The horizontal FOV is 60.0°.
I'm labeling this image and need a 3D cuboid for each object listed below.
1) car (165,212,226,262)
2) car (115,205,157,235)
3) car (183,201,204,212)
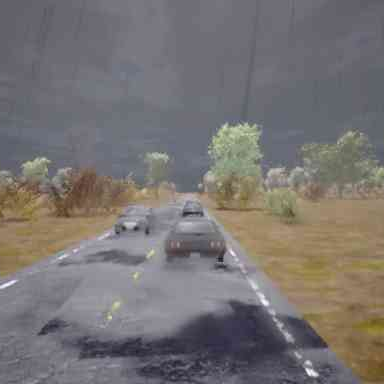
[{"bbox_3d":[0.104,1.618,12.204,1.895,1.301,4.718,0,0,0],"label":"car"},{"bbox_3d":[-3.092,1.517,19.043,2.128,1.511,4.902,0,0,0],"label":"car"},{"bbox_3d":[0.109,1.602,32.310,1.994,1.385,4.181,0,0,0],"label":"car"}]
